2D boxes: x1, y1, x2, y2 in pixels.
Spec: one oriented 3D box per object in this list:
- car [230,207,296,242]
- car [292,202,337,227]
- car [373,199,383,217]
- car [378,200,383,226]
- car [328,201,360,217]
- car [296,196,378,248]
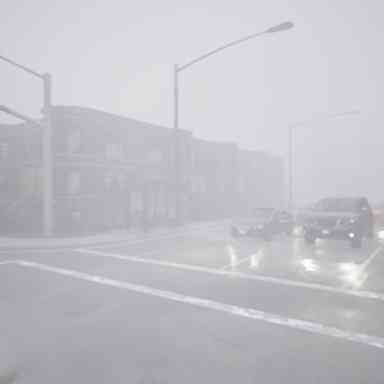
[{"bbox_3d":[3.671,1.539,16.952,2.128,1.511,4.902,0,0,36],"label":"car"},{"bbox_3d":[9.127,1.552,24.522,1.837,1.490,4.892,0,0,36],"label":"car"},{"bbox_3d":[18.986,1.500,32.176,1.882,1.535,5.008,0,0,36],"label":"car"},{"bbox_3d":[12.931,1.500,23.815,1.882,1.535,5.008,0,0,36],"label":"car"},{"bbox_3d":[14.944,1.611,32.574,1.994,1.385,4.181,0,0,36],"label":"car"},{"bbox_3d":[6.958,1.244,15.523,2.150,2.045,5.566,0,0,36],"label":"car"}]
